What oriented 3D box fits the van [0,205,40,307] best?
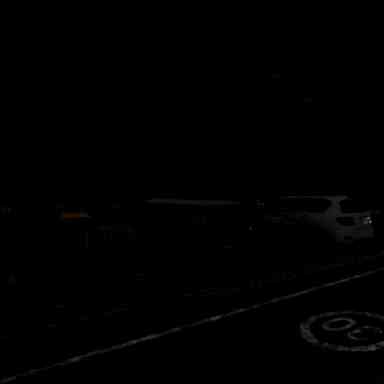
[{"bbox_3d":[-4.657,1.239,6.972,1.878,1.987,4.442,-1,0,-36],"label":"van"}]

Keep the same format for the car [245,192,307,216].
[{"bbox_3d":[8.012,1.053,32.230,2.435,2.045,5.566,0,0,-36],"label":"car"}]

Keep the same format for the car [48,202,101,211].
[{"bbox_3d":[-7.748,1.423,20.757,1.946,1.575,5.366,-1,0,-36],"label":"car"}]

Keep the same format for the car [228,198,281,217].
[{"bbox_3d":[5.633,1.358,30.560,2.002,1.452,4.674,0,0,-36],"label":"car"}]

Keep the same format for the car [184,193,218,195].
[{"bbox_3d":[1.217,1.097,27.367,2.435,2.045,5.566,-1,0,-36],"label":"car"}]

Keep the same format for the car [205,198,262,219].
[{"bbox_3d":[3.471,1.332,29.009,2.097,1.535,5.008,0,0,-36],"label":"car"}]

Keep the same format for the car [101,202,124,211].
[{"bbox_3d":[-5.587,1.406,22.525,2.097,1.535,5.008,0,0,-36],"label":"car"}]

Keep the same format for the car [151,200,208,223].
[{"bbox_3d":[-1.078,1.396,25.795,2.163,1.488,4.792,0,0,-36],"label":"car"}]

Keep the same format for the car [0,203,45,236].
[{"bbox_3d":[-10.120,1.486,19.286,2.002,1.452,4.674,-1,0,-36],"label":"car"}]

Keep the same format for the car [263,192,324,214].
[{"bbox_3d":[10.176,1.043,33.780,2.435,2.045,5.566,0,0,-36],"label":"car"}]

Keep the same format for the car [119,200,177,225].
[{"bbox_3d":[-3.309,1.416,24.126,2.163,1.488,4.792,-1,0,-36],"label":"car"}]

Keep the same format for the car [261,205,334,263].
[{"bbox_3d":[2.120,1.404,11.956,2.097,1.535,5.008,-1,0,-36],"label":"car"}]

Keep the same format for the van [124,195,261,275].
[{"bbox_3d":[-0.232,1.198,10.423,1.878,1.987,4.442,-1,0,-36],"label":"van"}]

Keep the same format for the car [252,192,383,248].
[{"bbox_3d":[4.379,1.133,13.615,2.435,2.045,5.566,-1,0,-36],"label":"car"}]

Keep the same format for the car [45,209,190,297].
[{"bbox_3d":[-2.439,1.445,8.694,2.231,1.521,4.892,-1,0,-36],"label":"car"}]
